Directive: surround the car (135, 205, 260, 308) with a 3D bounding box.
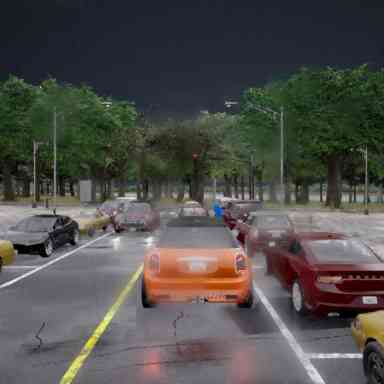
[{"bbox_3d":[0.106,1.352,8.071,2.097,1.767,4.553,0,0,0],"label":"car"}]

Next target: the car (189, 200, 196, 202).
[{"bbox_3d":[0.022,1.461,27.230,1.801,1.575,5.366,0,0,1],"label":"car"}]

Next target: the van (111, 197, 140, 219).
[{"bbox_3d":[-5.738,1.346,29.157,1.690,1.788,3.998,0,0,0],"label":"van"}]

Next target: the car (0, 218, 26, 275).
[{"bbox_3d":[-5.758,1.525,7.237,1.752,1.417,4.829,0,0,0],"label":"car"}]

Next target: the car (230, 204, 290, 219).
[{"bbox_3d":[2.772,1.441,12.836,1.967,1.590,4.097,0,0,0],"label":"car"}]

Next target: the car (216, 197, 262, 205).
[{"bbox_3d":[2.777,1.317,18.274,2.192,1.841,5.009,0,0,0],"label":"car"}]

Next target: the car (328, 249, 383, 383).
[{"bbox_3d":[2.762,1.525,2.131,1.752,1.417,4.829,0,0,0],"label":"car"}]

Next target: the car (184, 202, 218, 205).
[{"bbox_3d":[0.113,1.493,17.285,2.128,1.511,4.902,0,0,0],"label":"car"}]

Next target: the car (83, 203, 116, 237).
[{"bbox_3d":[-5.748,1.527,18.112,1.752,1.417,4.829,0,0,0],"label":"car"}]

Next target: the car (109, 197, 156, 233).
[{"bbox_3d":[-3.047,1.353,19.329,2.097,1.767,4.553,0,0,0],"label":"car"}]

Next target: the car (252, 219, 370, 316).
[{"bbox_3d":[2.767,1.545,7.399,1.887,1.381,4.507,0,0,0],"label":"car"}]

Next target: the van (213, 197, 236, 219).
[{"bbox_3d":[2.787,1.346,29.149,1.690,1.788,3.998,0,0,0],"label":"van"}]

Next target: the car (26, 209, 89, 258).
[{"bbox_3d":[-5.753,1.567,12.844,1.947,1.339,4.313,0,0,0],"label":"car"}]
